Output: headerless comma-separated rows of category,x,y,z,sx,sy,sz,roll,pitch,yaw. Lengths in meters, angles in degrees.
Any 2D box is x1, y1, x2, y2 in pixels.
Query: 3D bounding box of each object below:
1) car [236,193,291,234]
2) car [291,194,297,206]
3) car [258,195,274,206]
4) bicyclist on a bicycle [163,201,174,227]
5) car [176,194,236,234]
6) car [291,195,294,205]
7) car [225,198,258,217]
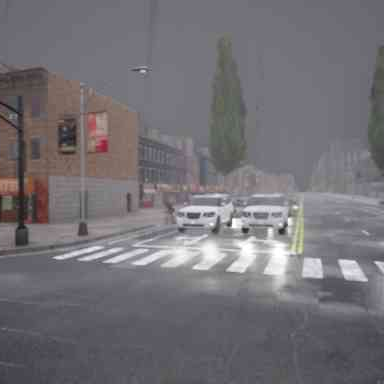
car,4.206,1.110,18.731,2.150,2.045,5.566,-1,0,19
car,14.208,1.042,48.609,2.097,1.767,4.553,-1,0,19
car,11.032,1.200,49.357,1.882,1.535,5.008,-1,0,19
bicyclist on a bicycle,-1.471,1.393,21.143,0.582,1.620,1.656,-1,0,20
car,0.928,1.143,19.179,2.150,2.045,5.566,-1,0,19
car,7.755,1.321,29.376,1.837,1.490,4.892,-1,1,18
car,4.607,1.339,30.217,2.128,1.511,4.902,-1,0,18
